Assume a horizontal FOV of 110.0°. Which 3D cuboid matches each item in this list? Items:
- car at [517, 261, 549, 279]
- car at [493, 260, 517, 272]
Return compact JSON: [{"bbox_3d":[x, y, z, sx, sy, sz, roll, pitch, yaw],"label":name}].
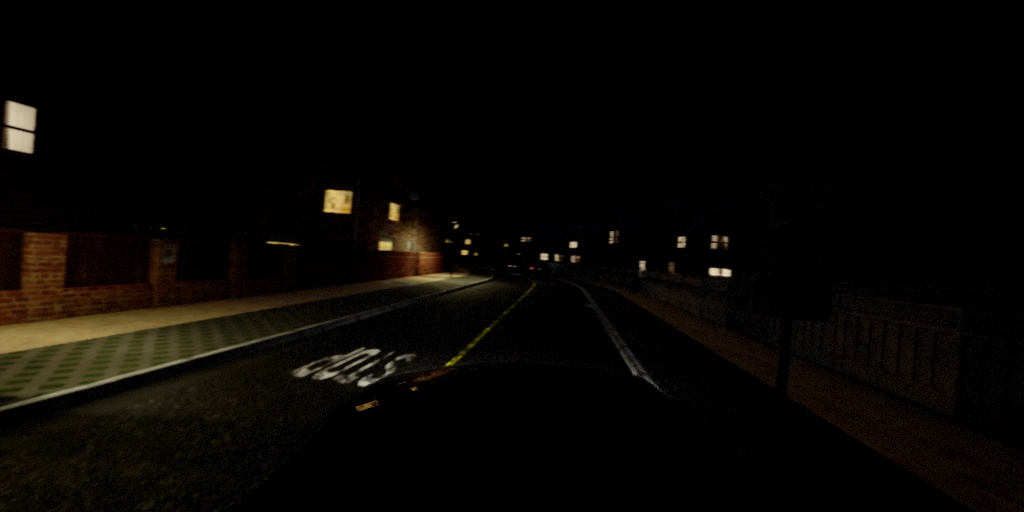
[{"bbox_3d":[2.311,1.296,37.098,2.097,1.767,4.553,5,0,-11],"label":"car"},{"bbox_3d":[-0.720,1.305,47.503,2.033,1.411,5.357,5,0,-24],"label":"car"}]
